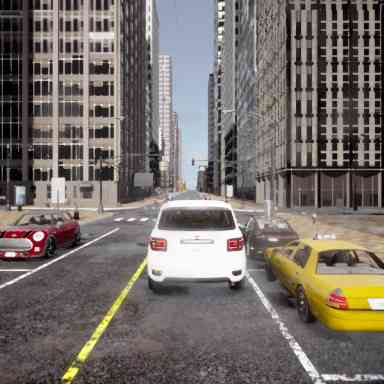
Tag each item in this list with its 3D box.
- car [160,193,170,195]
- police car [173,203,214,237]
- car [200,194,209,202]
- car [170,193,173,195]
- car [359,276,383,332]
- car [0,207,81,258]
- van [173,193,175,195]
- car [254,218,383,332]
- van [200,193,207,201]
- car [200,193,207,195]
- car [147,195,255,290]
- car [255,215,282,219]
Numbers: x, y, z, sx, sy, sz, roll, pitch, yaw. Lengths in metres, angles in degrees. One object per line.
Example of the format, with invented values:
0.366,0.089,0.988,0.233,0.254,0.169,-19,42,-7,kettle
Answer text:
-5.769,1.380,61.708,1.967,1.590,4.097,0,0,0,car
0.101,1.498,19.150,2.038,1.542,4.974,0,0,1,police car
2.709,1.353,73.073,1.967,1.590,4.097,0,0,0,car
-5.702,1.242,67.393,2.192,1.841,5.009,0,0,0,car
2.692,1.551,1.106,2.008,1.369,4.403,0,0,0,car
-5.685,1.438,12.445,1.967,1.590,4.097,0,0,0,car
-5.668,1.225,84.448,1.690,1.788,3.998,0,0,0,van
2.693,1.525,6.947,1.752,1.417,4.829,0,0,0,car
2.711,1.240,78.758,1.690,1.788,3.998,0,0,0,van
2.802,1.380,61.705,1.967,1.590,4.097,0,0,0,car
0.102,1.220,9.230,2.150,2.045,5.566,0,0,0,car
2.695,1.548,12.445,2.008,1.369,4.403,0,0,0,car
